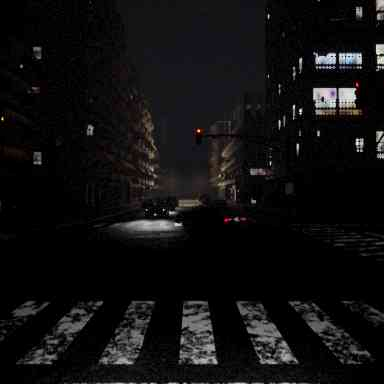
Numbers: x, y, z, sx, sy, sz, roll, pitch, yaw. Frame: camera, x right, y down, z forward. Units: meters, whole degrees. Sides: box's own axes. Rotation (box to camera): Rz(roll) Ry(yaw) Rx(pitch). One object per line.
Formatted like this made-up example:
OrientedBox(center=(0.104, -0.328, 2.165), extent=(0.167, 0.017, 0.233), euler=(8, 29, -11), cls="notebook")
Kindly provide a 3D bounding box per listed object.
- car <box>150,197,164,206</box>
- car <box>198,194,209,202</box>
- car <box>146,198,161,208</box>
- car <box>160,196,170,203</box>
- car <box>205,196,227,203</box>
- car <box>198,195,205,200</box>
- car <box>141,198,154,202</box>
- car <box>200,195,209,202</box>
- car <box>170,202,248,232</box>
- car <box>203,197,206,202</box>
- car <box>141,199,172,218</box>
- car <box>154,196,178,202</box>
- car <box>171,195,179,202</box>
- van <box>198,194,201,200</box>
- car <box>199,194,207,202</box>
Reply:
OrientedBox(center=(-5.724, 1.580, 55.186), extent=(1.947, 1.339, 4.313), euler=(0, 0, 0), cls="car")
OrientedBox(center=(2.643, 1.344, 77.327), extent=(2.192, 1.841, 5.009), euler=(0, 0, 0), cls="car")
OrientedBox(center=(-5.720, 1.594, 49.651), extent=(1.802, 1.307, 4.206), euler=(0, 0, 0), cls="car")
OrientedBox(center=(-5.735, 1.569, 71.787), extent=(1.887, 1.381, 4.507), euler=(0, 0, 0), cls="car")
OrientedBox(center=(2.671, 1.447, 33.053), extent=(1.967, 1.590, 4.097), euler=(0, 0, 0), cls="car")
OrientedBox(center=(2.631, 1.586, 93.929), extent=(1.887, 1.381, 4.507), euler=(0, 0, 0), cls="car")
OrientedBox(center=(-5.717, 1.561, 44.116), extent=(2.008, 1.369, 4.403), euler=(0, 0, 0), cls="car")
OrientedBox(center=(2.657, 1.596, 55.190), extent=(1.802, 1.307, 4.206), euler=(0, 0, 0), cls="car")
OrientedBox(center=(1.047, 1.552, 20.316), extent=(2.033, 1.411, 5.357), euler=(0, 0, -34), cls="car")
OrientedBox(center=(2.667, 1.559, 38.587), extent=(2.008, 1.369, 4.403), euler=(0, 0, 0), cls="car")
OrientedBox(center=(-3.118, 1.606, 30.419), extent=(1.895, 1.301, 4.718), euler=(0, 0, 0), cls="car")
OrientedBox(center=(-3.116, 1.573, 40.140), extent=(1.994, 1.385, 4.181), euler=(0, 0, 1), cls="car")
OrientedBox(center=(-3.121, 1.364, 50.190), extent=(2.097, 1.767, 4.553), euler=(0, 0, 0), cls="car")
OrientedBox(center=(2.650, 1.362, 66.259), extent=(1.690, 1.788, 3.998), euler=(0, 0, 0), cls="van")
OrientedBox(center=(2.653, 1.599, 60.724), extent=(1.802, 1.307, 4.206), euler=(0, 0, 0), cls="car")
